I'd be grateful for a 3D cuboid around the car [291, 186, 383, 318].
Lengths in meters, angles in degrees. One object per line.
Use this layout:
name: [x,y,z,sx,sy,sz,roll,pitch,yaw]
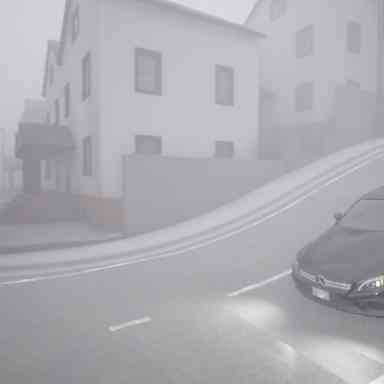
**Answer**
car: [3.851,0.669,6.073,4.674,1.442,1.812,-17,10,-28]
